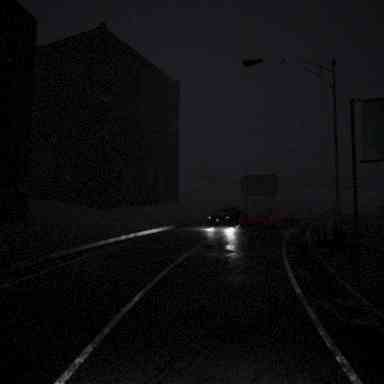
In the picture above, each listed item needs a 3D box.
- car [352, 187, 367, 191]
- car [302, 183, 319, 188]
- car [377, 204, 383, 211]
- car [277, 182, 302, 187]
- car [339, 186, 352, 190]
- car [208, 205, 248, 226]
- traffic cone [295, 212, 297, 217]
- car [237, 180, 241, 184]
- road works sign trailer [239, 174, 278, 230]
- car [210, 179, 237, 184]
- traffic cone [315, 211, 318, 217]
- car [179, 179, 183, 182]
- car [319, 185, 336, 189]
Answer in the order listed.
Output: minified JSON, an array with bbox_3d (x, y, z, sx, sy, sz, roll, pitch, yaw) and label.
[{"bbox_3d":[41.362,-0.452,84.991,4.892,1.521,2.231,3,-5,-28],"label":"car"},{"bbox_3d":[26.523,-1.286,77.446,4.553,1.767,2.185,2,-5,-24],"label":"car"},{"bbox_3d":[32.257,2.392,54.440,4.181,1.385,1.994,1,-4,-26],"label":"car"},{"bbox_3d":[21.501,-1.378,75.145,5.008,1.535,2.097,2,-5,-23],"label":"car"},{"bbox_3d":[36.588,-0.653,82.430,4.674,1.452,2.002,3,-5,-27],"label":"car"},{"bbox_3d":[2.846,1.763,25.539,1.837,1.490,4.892,-2,-2,26],"label":"car"},{"bbox_3d":[10.565,2.288,33.829,0.340,0.580,0.340,-3,-2,29],"label":"traffic cone"},{"bbox_3d":[11.270,-1.781,70.869,4.892,1.521,2.231,2,-5,-21],"label":"car"},{"bbox_3d":[4.579,0.610,22.412,2.380,3.560,2.880,-2,-1,24],"label":"road works sign trailer"},{"bbox_3d":[6.119,-1.950,68.890,4.892,1.521,2.231,2,-5,-21],"label":"car"},{"bbox_3d":[12.314,2.204,32.870,0.340,0.580,0.340,-3,-2,29],"label":"traffic cone"},{"bbox_3d":[-4.096,-2.384,64.992,4.553,1.767,2.185,2,-5,-21],"label":"car"},{"bbox_3d":[31.673,-0.897,79.930,4.792,1.488,2.163,3,-5,-26],"label":"car"}]
